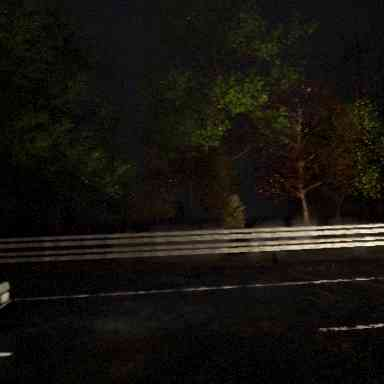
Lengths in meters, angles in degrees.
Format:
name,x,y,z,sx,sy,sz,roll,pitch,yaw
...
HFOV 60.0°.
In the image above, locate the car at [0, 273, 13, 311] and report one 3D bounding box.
name,x,y,z,sx,sy,sz,roll,pitch,yaw
car,-6.373,2.021,6.746,4.902,1.511,2.128,-1,-3,-7
